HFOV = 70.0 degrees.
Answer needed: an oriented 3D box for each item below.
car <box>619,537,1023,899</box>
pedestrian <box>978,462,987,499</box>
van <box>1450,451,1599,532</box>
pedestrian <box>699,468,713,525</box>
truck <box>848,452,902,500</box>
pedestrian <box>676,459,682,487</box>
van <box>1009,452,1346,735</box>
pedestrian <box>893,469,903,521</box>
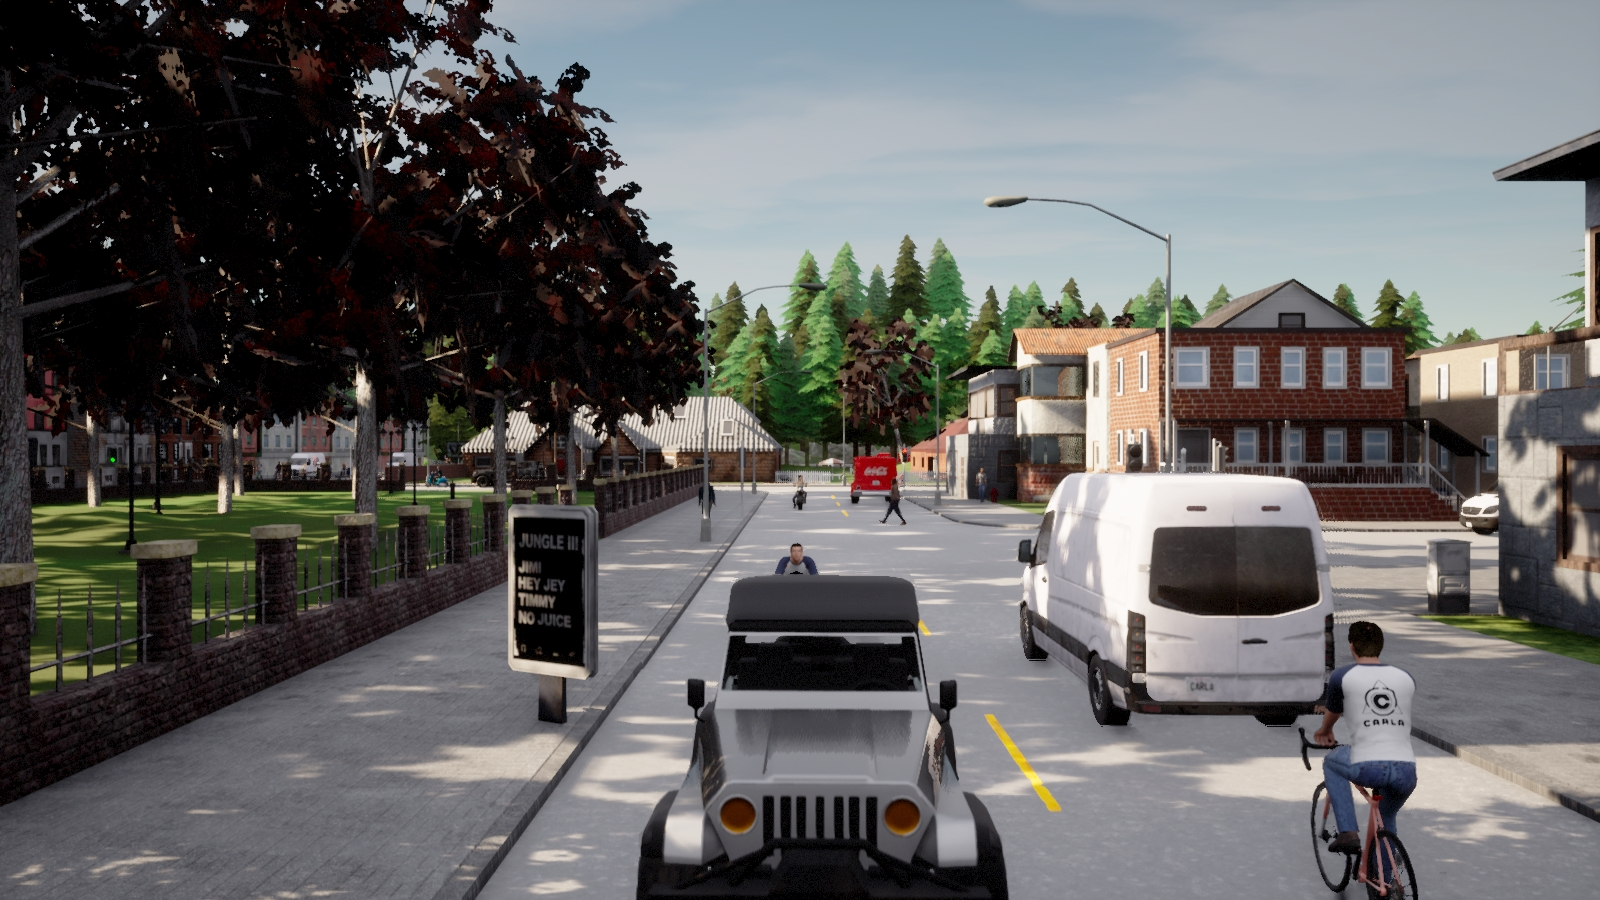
[{"bbox_3d":[0.146,1.641,7.313,1.905,1.878,3.866,0,0,2],"label":"car"},{"bbox_3d":[9.224,1.547,57.782,0.375,1.860,0.375,0,0,-2],"label":"pedestrian"},{"bbox_3d":[24.712,1.329,37.232,5.915,2.561,1.988,0,0,0],"label":"van"},{"bbox_3d":[-3.112,1.540,37.940,0.375,1.860,0.375,0,0,15],"label":"pedestrian"},{"bbox_3d":[3.969,1.372,61.570,2.627,2.467,5.204,0,0,1],"label":"truck"},{"bbox_3d":[-8.221,1.556,77.485,0.375,1.860,0.375,0,0,0],"label":"pedestrian"},{"bbox_3d":[3.999,1.321,13.421,1.988,2.561,5.915,0,0,0],"label":"van"},{"bbox_3d":[3.590,1.645,41.910,0.375,1.860,0.375,0,0,3],"label":"pedestrian"}]
